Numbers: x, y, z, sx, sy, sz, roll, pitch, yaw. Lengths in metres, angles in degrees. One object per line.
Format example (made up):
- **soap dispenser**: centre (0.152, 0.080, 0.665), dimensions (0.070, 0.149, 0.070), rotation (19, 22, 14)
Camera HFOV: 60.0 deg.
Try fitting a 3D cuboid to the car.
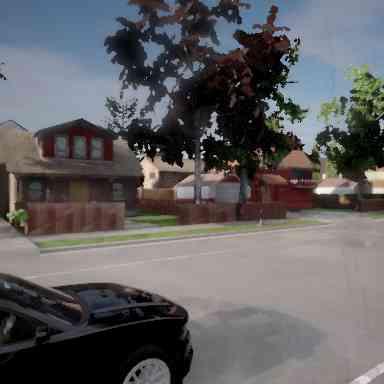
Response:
- **car**: centre (-2.285, 1.477, 3.032), dimensions (5.008, 1.535, 1.882), rotation (0, 0, -36)
